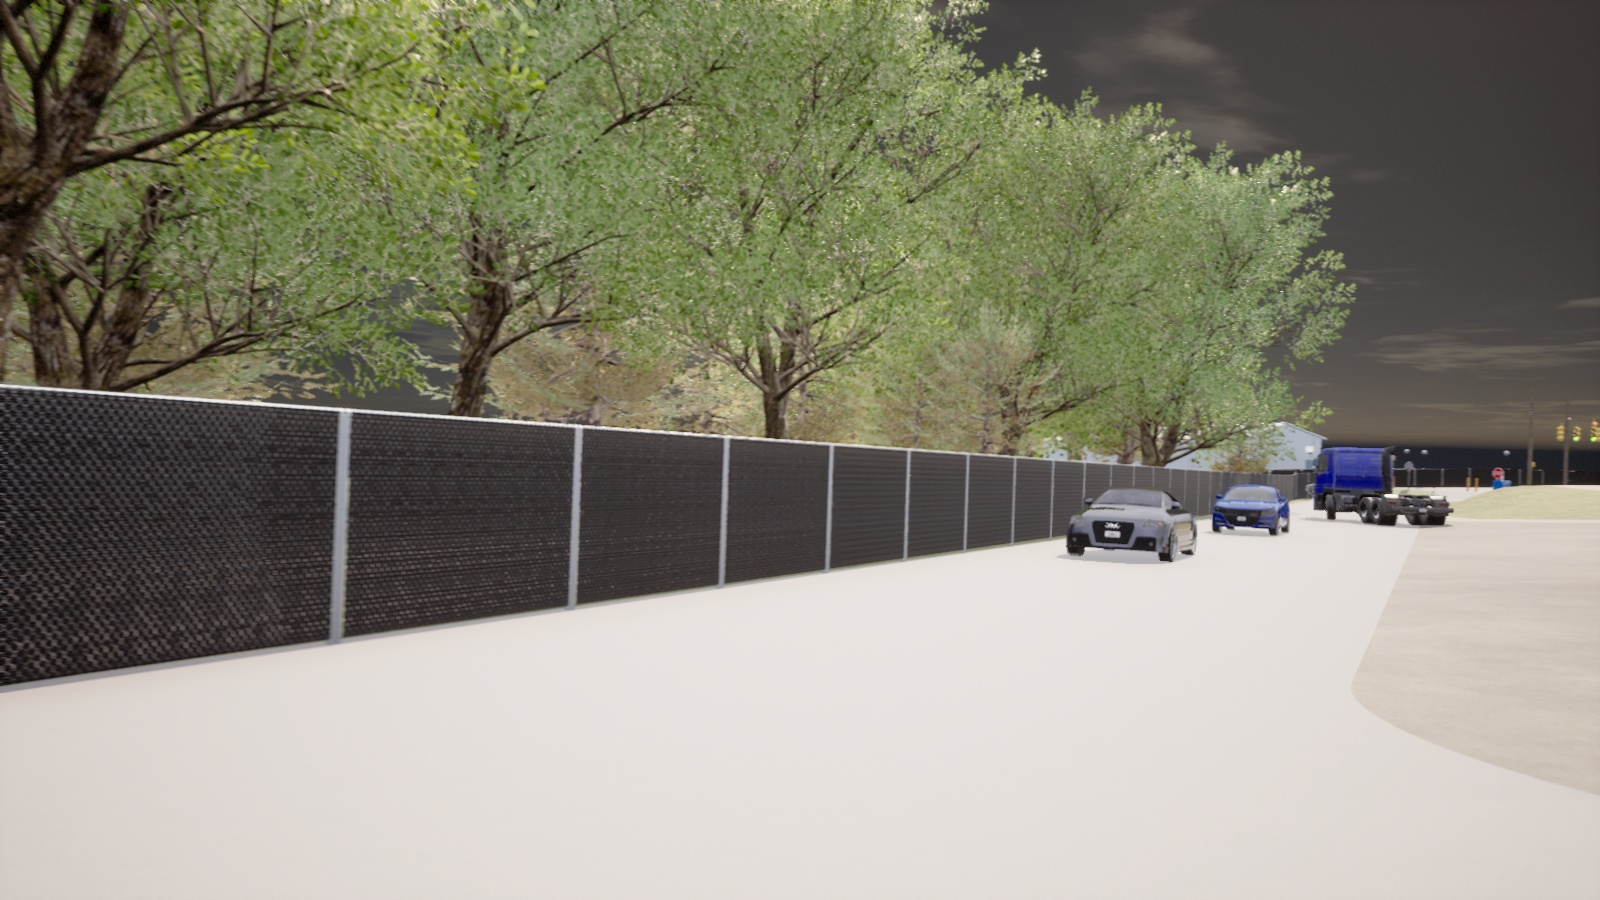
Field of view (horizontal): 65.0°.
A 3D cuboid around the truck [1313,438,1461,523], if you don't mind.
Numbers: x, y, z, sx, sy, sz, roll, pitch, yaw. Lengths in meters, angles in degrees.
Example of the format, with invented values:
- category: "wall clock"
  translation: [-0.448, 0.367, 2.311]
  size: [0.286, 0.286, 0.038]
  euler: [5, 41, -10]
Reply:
- category: "truck"
  translation: [25.875, 1.324, 55.861]
  size: [2.891, 3.462, 7.936]
  euler: [1, -1, 1]

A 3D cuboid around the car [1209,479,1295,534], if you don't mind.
- category: "car"
  translation: [14.274, 1.733, 39.491]
  size: [1.882, 1.535, 5.008]
  euler: [1, -1, 27]

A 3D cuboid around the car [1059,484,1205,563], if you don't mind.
- category: "car"
  translation: [6.808, 1.414, 25.435]
  size: [1.994, 1.385, 4.181]
  euler: [1, -1, 27]
